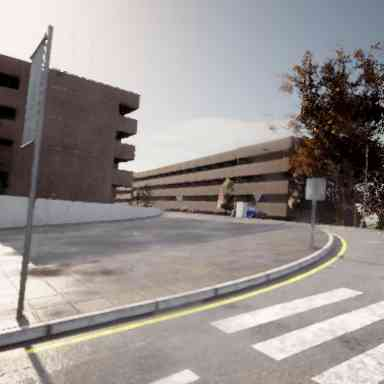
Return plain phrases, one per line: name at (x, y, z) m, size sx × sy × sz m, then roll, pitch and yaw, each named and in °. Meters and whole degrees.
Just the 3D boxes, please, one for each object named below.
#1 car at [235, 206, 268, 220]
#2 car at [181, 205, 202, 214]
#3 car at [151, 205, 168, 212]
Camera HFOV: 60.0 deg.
car at (6.847, 2.418, 38.652) m, size 1.882 × 1.535 × 5.008 m, roll 6°, pitch -3°, yaw -23°
car at (-0.072, 2.880, 54.030) m, size 2.097 × 1.767 × 4.553 m, roll 6°, pitch -6°, yaw -25°
car at (-6.880, 3.776, 68.335) m, size 2.150 × 2.045 × 5.566 m, roll 6°, pitch -7°, yaw -25°
